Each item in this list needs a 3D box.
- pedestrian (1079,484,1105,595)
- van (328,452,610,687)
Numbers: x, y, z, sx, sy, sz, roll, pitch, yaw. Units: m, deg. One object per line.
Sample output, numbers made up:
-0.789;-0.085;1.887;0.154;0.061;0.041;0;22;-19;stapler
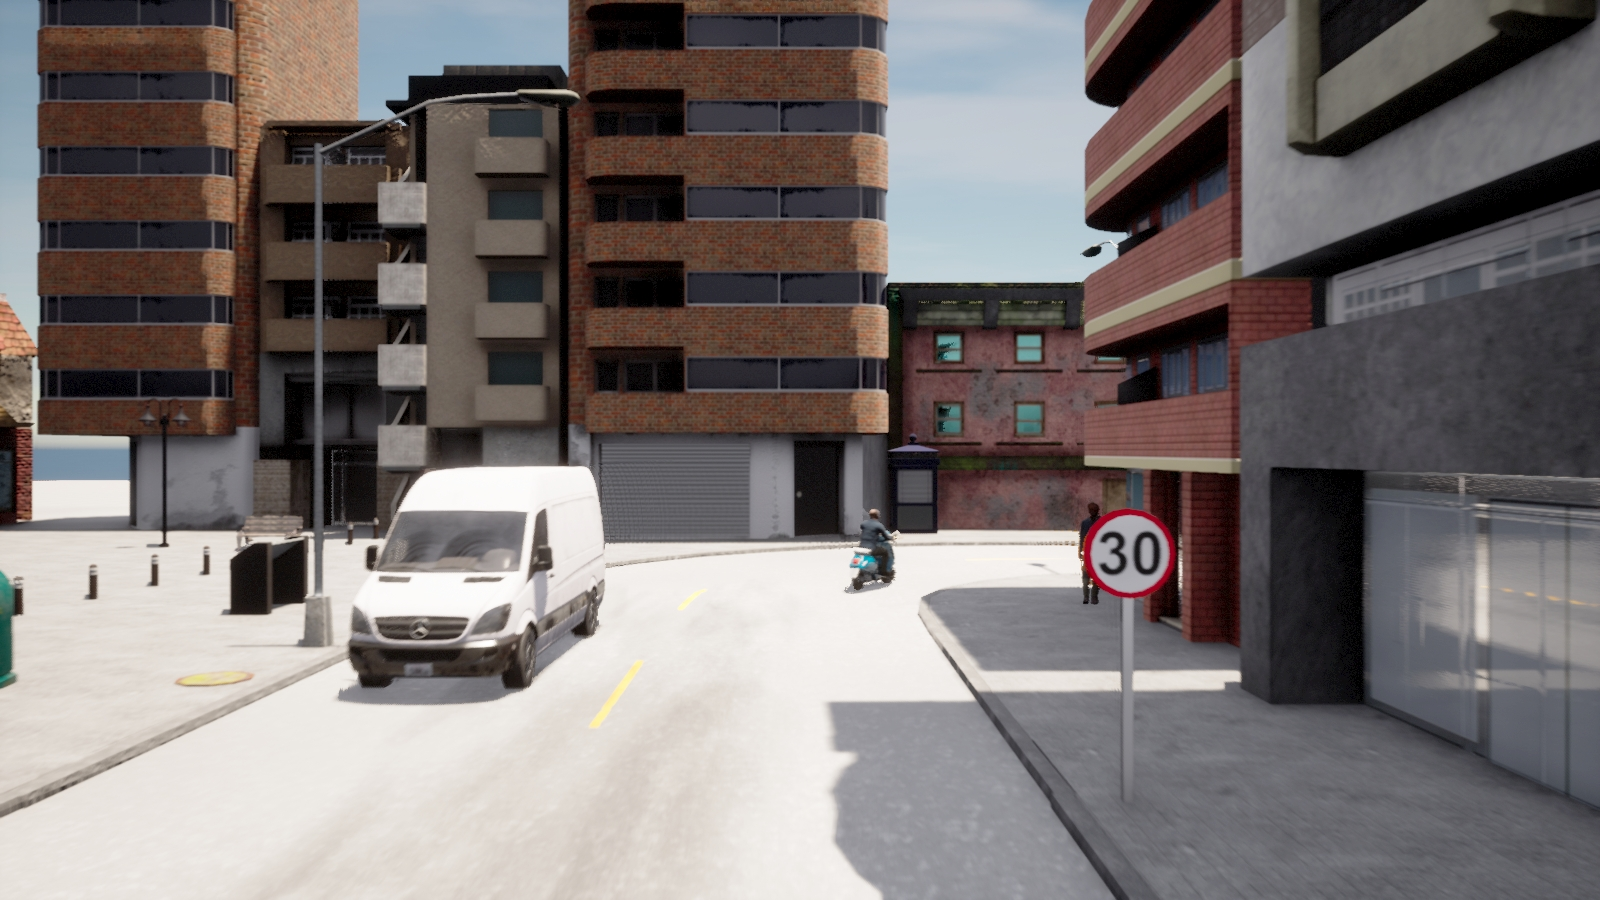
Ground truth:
4.997;1.524;19.536;0.375;1.860;0.375;0;0;23;pedestrian
-4.111;1.314;15.455;1.988;2.561;5.915;0;0;1;van
